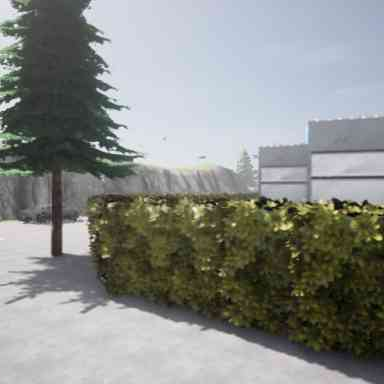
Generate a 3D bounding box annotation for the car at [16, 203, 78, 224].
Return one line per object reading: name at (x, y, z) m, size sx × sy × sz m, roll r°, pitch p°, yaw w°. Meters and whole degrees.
car at (-10.335, 1.484, 24.052) m, size 1.994 × 1.385 × 4.181 m, roll 0°, pitch 0°, yaw 30°
